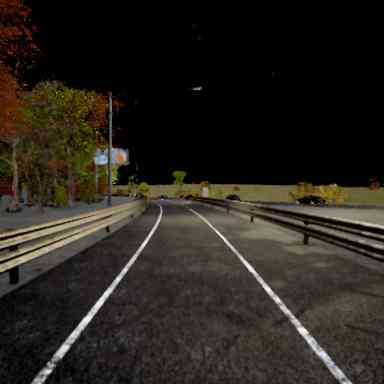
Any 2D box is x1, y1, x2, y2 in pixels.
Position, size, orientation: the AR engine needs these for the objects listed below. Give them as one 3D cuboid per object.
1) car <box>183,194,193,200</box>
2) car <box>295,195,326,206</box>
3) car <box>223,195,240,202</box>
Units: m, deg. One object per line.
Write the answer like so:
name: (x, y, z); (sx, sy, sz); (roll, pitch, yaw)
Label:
car: (-0.976, 1.403, 92.062); (1.812, 1.442, 4.674); (-1, 0, -23)
car: (17.231, 1.219, 48.659); (1.882, 1.535, 5.008); (-1, 0, -23)
car: (8.321, 1.312, 69.901); (1.837, 1.490, 4.892); (-1, 0, -23)
